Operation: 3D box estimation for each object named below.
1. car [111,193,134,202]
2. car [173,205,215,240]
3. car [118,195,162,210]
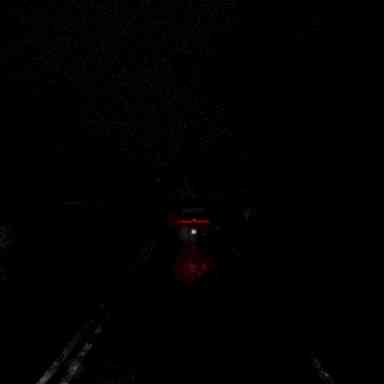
[{"bbox_3d":[-11.596,0.931,56.794,2.128,1.511,4.902,-1,-1,39],"label":"car"},{"bbox_3d":[0.106,1.438,16.719,1.837,1.490,4.892,0,0,1],"label":"car"},{"bbox_3d":[-5.468,1.313,36.645,4.181,1.385,1.994,1,-1,21],"label":"car"}]
